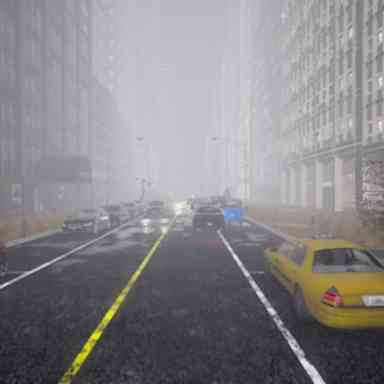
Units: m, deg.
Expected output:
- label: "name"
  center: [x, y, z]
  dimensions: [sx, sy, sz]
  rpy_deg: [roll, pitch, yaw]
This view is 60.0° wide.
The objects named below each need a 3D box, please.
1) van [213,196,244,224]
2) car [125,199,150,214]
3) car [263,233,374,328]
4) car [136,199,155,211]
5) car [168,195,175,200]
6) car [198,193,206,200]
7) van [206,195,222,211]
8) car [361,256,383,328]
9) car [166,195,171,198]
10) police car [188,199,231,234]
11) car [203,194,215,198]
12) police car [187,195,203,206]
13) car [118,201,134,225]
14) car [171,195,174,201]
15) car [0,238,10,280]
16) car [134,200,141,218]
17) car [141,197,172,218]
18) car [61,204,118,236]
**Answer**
- label: "van"
  center: [2.678, 1.332, 23.959]
  dimensions: [1.690, 1.788, 3.998]
  rpy_deg: [-1, 0, 0]
- label: "car"
  center: [-5.702, 1.537, 35.326]
  dimensions: [2.008, 1.369, 4.403]
  rpy_deg: [-1, 0, 0]
- label: "car"
  center: [2.681, 1.523, 7.078]
  dimensions: [1.752, 1.417, 4.829]
  rpy_deg: [-1, 0, 0]
- label: "car"
  center: [-5.702, 1.566, 41.009]
  dimensions: [1.802, 1.307, 4.206]
  rpy_deg: [-1, 0, 0]
- label: "car"
  center: [-5.706, 1.487, 91.992]
  dimensions: [1.752, 1.417, 4.829]
  rpy_deg: [-1, 0, 0]
- label: "car"
  center: [2.672, 1.276, 92.163]
  dimensions: [2.192, 1.841, 5.009]
  rpy_deg: [-1, 0, 0]
- label: "van"
  center: [2.676, 1.325, 41.010]
  dimensions: [1.690, 1.788, 3.998]
  rpy_deg: [-1, 0, 0]
- label: "car"
  center: [2.681, 1.440, 1.225]
  dimensions: [1.967, 1.590, 4.097]
  rpy_deg: [-1, 0, 0]
- label: "car"
  center: [-5.704, 1.525, 63.743]
  dimensions: [2.008, 1.369, 4.403]
  rpy_deg: [-1, 0, 0]
- label: "police car"
  center: [0.897, 1.418, 19.415]
  dimensions: [1.930, 1.638, 5.238]
  rpy_deg: [0, 0, 0]
- label: "car"
  center: [2.677, 1.301, 35.326]
  dimensions: [2.192, 1.841, 5.009]
  rpy_deg: [-1, 0, 0]
- label: "police car"
  center: [0.763, 1.411, 35.439]
  dimensions: [1.930, 1.638, 5.238]
  rpy_deg: [0, 0, 2]
- label: "car"
  center: [-5.700, 1.556, 23.958]
  dimensions: [1.947, 1.339, 4.313]
  rpy_deg: [-1, 0, 0]
- label: "car"
  center: [-5.705, 1.551, 75.111]
  dimensions: [1.802, 1.307, 4.206]
  rpy_deg: [-1, 0, 0]
- label: "car"
  center: [-5.700, 1.437, 6.908]
  dimensions: [1.967, 1.590, 4.097]
  rpy_deg: [-1, 0, 0]
- label: "car"
  center: [-5.701, 1.533, 29.642]
  dimensions: [1.887, 1.381, 4.507]
  rpy_deg: [-1, 0, 0]
- label: "car"
  center: [-3.101, 1.493, 29.779]
  dimensions: [1.837, 1.490, 4.892]
  rpy_deg: [0, 0, 0]
- label: "car"
  center: [-5.700, 1.544, 18.275]
  dimensions: [2.008, 1.369, 4.403]
  rpy_deg: [-1, 0, 0]
